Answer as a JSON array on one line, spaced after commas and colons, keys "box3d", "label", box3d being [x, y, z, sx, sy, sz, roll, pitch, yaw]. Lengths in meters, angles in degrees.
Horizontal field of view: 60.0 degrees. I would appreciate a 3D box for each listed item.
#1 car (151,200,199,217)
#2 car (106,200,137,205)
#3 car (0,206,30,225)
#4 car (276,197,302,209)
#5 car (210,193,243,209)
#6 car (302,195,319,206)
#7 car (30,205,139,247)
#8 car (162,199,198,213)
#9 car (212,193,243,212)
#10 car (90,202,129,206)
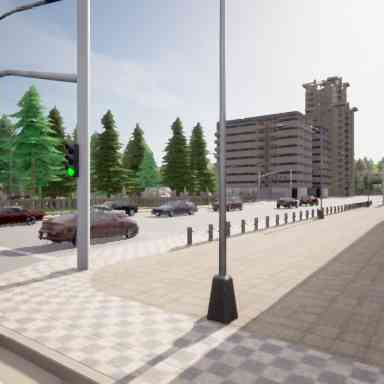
[{"box3d": [-1.508, 1.547, 31.569, 2.033, 1.411, 5.357, 0, 0, 36], "label": "car"}, {"box3d": [-7.050, 1.478, 29.828, 1.882, 1.535, 5.008, 0, 0, 36], "label": "car"}, {"box3d": [-12.534, 1.601, 22.207, 1.895, 1.301, 4.718, 0, 0, 37], "label": "car"}, {"box3d": [13.186, 1.505, 45.837, 1.837, 1.490, 4.892, 0, 0, 35], "label": "car"}, {"box3d": [4.946, 1.221, 46.600, 2.150, 2.045, 5.566, 0, 0, 36], "label": "car"}, {"box3d": [19.069, 1.352, 54.102, 2.097, 1.767, 4.553, 0, 0, 35], "label": "car"}, {"box3d": [-4.478, 1.526, 15.038, 1.812, 1.442, 4.674, 0, 0, 35], "label": "car"}, {"box3d": [-1.304, 1.564, 37.898, 1.994, 1.385, 4.181, 0, 0, 35], "label": "car"}, {"box3d": [4.298, 1.352, 39.705, 2.097, 1.767, 4.553, 0, 0, 36], "label": "car"}, {"box3d": [-7.110, 1.601, 23.710, 1.895, 1.301, 4.718, 0, 0, 35], "label": "car"}]
